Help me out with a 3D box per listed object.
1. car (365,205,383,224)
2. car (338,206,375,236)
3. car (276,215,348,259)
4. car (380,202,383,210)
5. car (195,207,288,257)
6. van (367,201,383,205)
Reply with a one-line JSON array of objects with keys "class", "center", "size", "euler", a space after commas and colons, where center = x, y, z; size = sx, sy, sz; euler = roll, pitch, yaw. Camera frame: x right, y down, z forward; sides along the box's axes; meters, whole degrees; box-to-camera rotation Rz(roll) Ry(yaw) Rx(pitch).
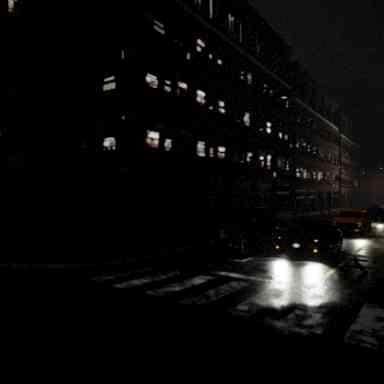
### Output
[{"class": "car", "center": [17.819, 2.246, 32.392], "size": [2.033, 1.411, 5.357], "euler": [0, -1, 35]}, {"class": "car", "center": [10.719, 1.950, 22.254], "size": [1.882, 1.535, 5.008], "euler": [0, -1, 35]}, {"class": "car", "center": [5.040, 1.857, 14.129], "size": [1.994, 1.385, 4.181], "euler": [0, -1, 35]}, {"class": "car", "center": [41.240, 2.970, 70.467], "size": [1.967, 1.590, 4.097], "euler": [-1, -2, 35]}, {"class": "car", "center": [2.163, 1.590, 14.568], "size": [2.192, 1.841, 5.009], "euler": [-1, -2, 35]}, {"class": "van", "center": [28.214, 2.448, 51.836], "size": [1.690, 1.788, 3.998], "euler": [-1, -2, 35]}]
